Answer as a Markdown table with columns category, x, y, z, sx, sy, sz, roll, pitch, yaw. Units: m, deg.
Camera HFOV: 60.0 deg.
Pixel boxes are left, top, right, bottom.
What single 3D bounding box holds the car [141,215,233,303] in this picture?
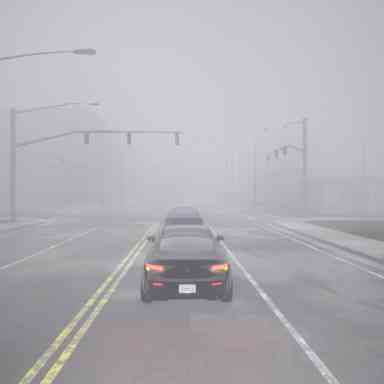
| category | x | y | z | sx | sy | sz | roll | pitch | yaw |
| --- | --- | --- | --- | --- | --- | --- | --- | --- | --- |
| car | -0.145 | 1.526 | 8.111 | 1.812 | 1.442 | 4.674 | 0 | 0 | -2 |

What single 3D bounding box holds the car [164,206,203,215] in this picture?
| category | x | y | z | sx | sy | sz | roll | pitch | yaw |
| --- | --- | --- | --- | --- | --- | --- | --- | --- | --- |
| car | -0.430 | 1.478 | 17.160 | 1.882 | 1.535 | 5.008 | 0 | 0 | -2 |
